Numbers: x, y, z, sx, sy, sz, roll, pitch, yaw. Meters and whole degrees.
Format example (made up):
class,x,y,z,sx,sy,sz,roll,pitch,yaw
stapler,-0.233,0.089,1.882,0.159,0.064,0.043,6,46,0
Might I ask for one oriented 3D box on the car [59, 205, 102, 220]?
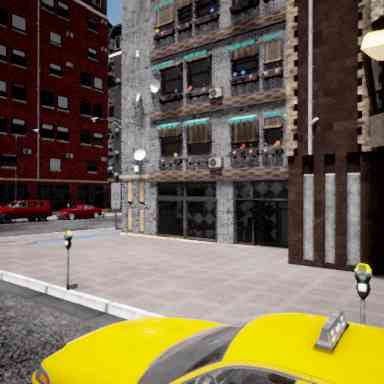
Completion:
class,x,y,z,sx,sy,sz,roll,pitch,yaw
car,-10.884,1.919,32.295,1.887,1.381,4.507,-1,-2,35

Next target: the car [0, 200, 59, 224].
class,x,y,z,sx,sy,sz,roll,pitch,yaw
car,-14.179,1.586,27.655,2.192,1.841,5.009,-1,-2,35

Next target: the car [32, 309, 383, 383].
class,x,y,z,sx,sy,sz,roll,pitch,yaw
car,0.718,1.525,2.362,4.829,1.417,1.752,0,0,36
